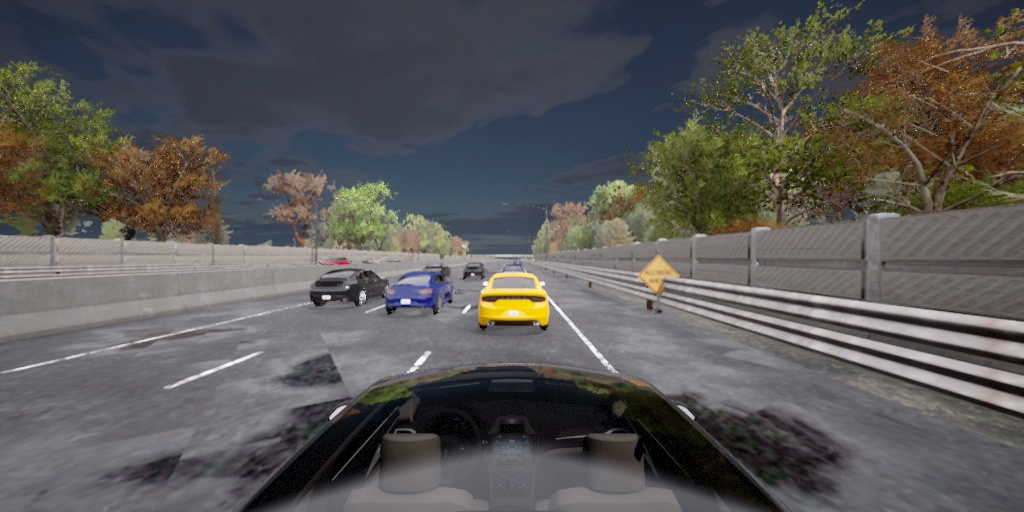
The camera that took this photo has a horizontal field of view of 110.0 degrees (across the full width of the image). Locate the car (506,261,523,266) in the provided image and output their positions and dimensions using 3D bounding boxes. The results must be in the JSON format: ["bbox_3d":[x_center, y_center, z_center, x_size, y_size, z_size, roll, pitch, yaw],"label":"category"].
[{"bbox_3d":[0.099,1.375,28.370,2.033,1.411,5.357,0,0,0],"label":"car"}]

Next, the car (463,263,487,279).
[{"bbox_3d":[-3.374,1.350,33.361,1.837,1.490,4.892,0,0,0],"label":"car"}]

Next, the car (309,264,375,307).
[{"bbox_3d":[-6.905,1.292,15.795,1.837,1.490,4.892,0,0,0],"label":"car"}]

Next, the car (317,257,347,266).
[{"bbox_3d":[-24.512,1.130,49.515,2.150,2.045,5.566,0,-1,1],"label":"car"}]

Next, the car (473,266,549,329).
[{"bbox_3d":[0.060,1.252,11.337,1.882,1.535,5.008,0,0,0],"label":"car"}]

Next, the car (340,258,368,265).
[{"bbox_3d":[-21.017,1.381,48.917,1.882,1.535,5.008,0,0,0],"label":"car"}]

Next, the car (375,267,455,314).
[{"bbox_3d":[-3.419,1.306,13.850,1.812,1.442,4.674,0,0,0],"label":"car"}]

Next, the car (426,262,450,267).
[{"bbox_3d":[-6.875,1.336,33.239,2.128,1.511,4.902,0,0,0],"label":"car"}]

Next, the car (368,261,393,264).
[{"bbox_3d":[-17.519,1.411,49.207,1.837,1.490,4.892,0,-1,0],"label":"car"}]

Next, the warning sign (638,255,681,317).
[{"bbox_3d":[4.562,0.889,11.182,1.300,1.860,1.060,0,0,0],"label":"warning sign"}]
